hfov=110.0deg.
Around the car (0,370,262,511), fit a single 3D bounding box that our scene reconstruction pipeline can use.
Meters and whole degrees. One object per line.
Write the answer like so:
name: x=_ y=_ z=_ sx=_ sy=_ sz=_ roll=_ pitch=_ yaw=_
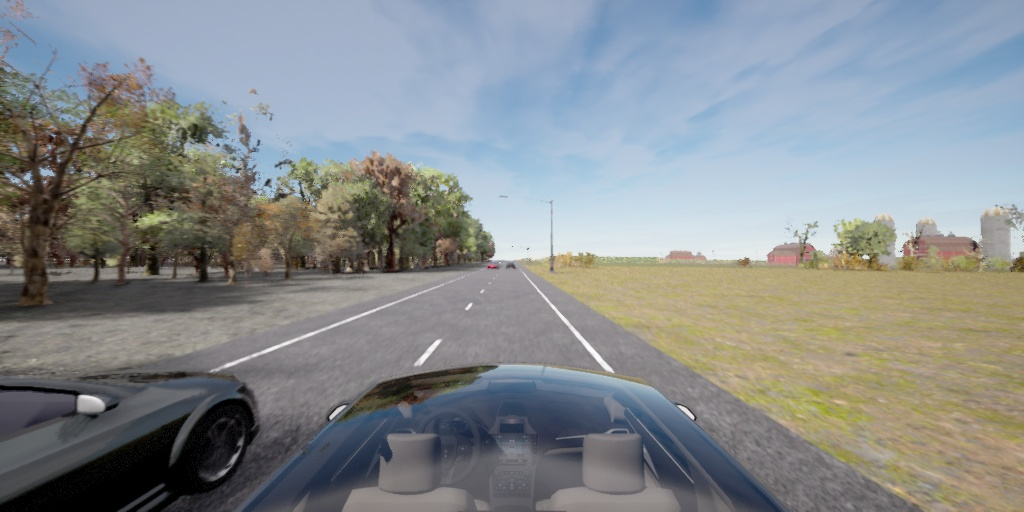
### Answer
car: x=-3.503 y=1.312 z=1.883 sx=1.994 sy=1.385 sz=4.181 roll=0 pitch=-1 yaw=0
